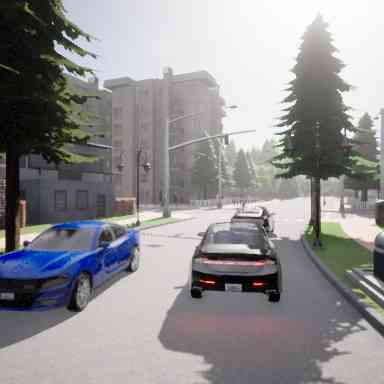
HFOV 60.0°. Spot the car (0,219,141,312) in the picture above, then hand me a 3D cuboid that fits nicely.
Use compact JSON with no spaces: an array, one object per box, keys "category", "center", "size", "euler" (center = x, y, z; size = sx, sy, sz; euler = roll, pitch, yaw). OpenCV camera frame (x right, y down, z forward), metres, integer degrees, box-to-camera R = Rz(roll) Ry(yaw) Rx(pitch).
[{"category":"car","center":[-2.726,1.477,8.048],"size":[1.882,1.535,5.008],"euler":[0,0,9]}]

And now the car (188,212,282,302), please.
[{"category":"car","center":[1.106,1.492,8.335],"size":[2.128,1.511,4.902],"euler":[0,0,9]}]

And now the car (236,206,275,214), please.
[{"category":"car","center":[3.233,1.492,17.443],"size":[2.128,1.511,4.902],"euler":[0,0,18]}]
